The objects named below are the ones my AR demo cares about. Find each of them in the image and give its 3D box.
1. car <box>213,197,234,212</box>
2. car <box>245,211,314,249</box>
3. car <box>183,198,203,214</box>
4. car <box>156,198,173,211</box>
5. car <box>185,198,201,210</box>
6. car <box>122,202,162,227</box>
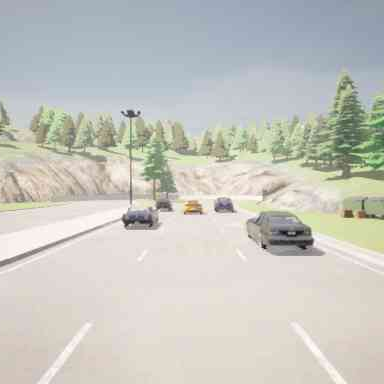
[{"bbox_3d":[3.602,1.352,38.963,2.097,1.767,4.553,0,0,0],"label":"car"},{"bbox_3d":[3.601,1.547,14.550,2.033,1.411,5.357,0,0,0],"label":"car"},{"bbox_3d":[0.096,1.477,34.665,1.882,1.535,5.008,0,0,0],"label":"car"},{"bbox_3d":[-3.394,1.504,40.658,1.837,1.490,4.892,0,0,0],"label":"car"},{"bbox_3d":[0.138,1.547,44.495,2.033,1.411,5.357,0,0,1],"label":"car"},{"bbox_3d":[-3.400,1.601,22.729,1.895,1.301,4.718,0,0,0],"label":"car"}]
